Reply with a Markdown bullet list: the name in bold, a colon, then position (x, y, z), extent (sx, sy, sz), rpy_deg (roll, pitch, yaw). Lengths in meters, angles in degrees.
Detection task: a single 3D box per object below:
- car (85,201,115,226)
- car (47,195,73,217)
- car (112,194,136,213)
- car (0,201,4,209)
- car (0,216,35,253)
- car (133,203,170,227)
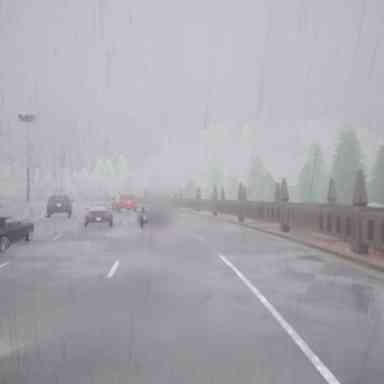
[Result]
- **car**: position (-6.601, 1.579, 23.751), extent (1.812, 1.442, 4.674), rpy_deg (0, 0, -14)
- **car**: position (-12.917, 1.334, 32.595), extent (2.150, 2.045, 5.566), rpy_deg (0, 0, -20)
- **car**: position (-8.061, 1.311, 39.375), extent (2.150, 2.045, 5.566), rpy_deg (0, 0, -22)
- **car**: position (-24.400, 1.720, 40.961), extent (2.128, 1.511, 4.902), rpy_deg (0, 0, -27)
- **car**: position (-8.117, 1.646, 13.694), extent (1.895, 1.301, 4.718), rpy_deg (0, 0, -8)
- **car**: position (-2.790, 1.629, 22.958), extent (1.895, 1.301, 4.718), rpy_deg (0, 0, -13)
